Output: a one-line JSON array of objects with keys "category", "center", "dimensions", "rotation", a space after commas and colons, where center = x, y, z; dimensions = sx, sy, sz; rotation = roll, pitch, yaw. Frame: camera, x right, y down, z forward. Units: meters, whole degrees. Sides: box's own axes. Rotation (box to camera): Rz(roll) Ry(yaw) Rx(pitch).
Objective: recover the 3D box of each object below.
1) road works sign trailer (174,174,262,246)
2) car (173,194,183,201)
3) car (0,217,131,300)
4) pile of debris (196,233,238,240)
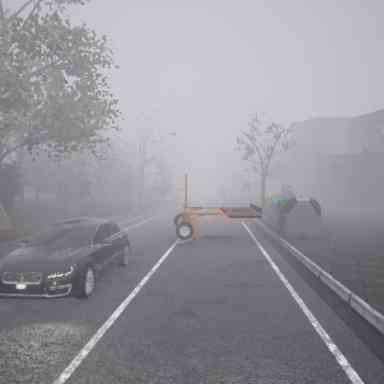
[{"category": "road works sign trailer", "center": [1.034, 0.662, 14.511], "dimensions": [3.560, 2.880, 2.380], "rotation": [0, 5, -5]}, {"category": "car", "center": [-3.361, 1.211, 79.646], "dimensions": [1.882, 1.535, 5.008], "rotation": [-1, 0, -12]}, {"category": "car", "center": [-2.918, 1.459, 8.452], "dimensions": [1.837, 1.490, 4.892], "rotation": [0, 0, 4]}, {"category": "pile of debris", "center": [1.165, 2.107, 15.807], "dimensions": [1.860, 0.140, 1.500], "rotation": [0, 0, 3]}]
